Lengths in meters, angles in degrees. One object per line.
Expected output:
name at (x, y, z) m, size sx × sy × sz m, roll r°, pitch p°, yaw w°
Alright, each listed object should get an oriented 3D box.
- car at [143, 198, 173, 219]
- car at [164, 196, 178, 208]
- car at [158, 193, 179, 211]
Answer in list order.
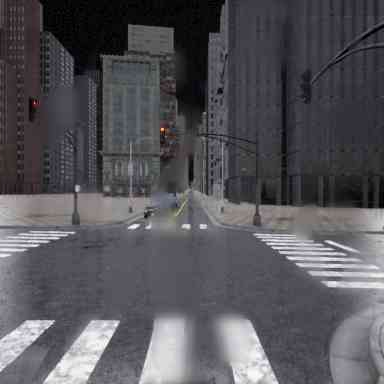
car at (-3.112, 1.548, 29.833) m, size 2.033 × 1.411 × 5.357 m, roll 0°, pitch 0°, yaw 0°
car at (-3.107, 1.479, 50.531) m, size 1.882 × 1.535 × 5.008 m, roll 0°, pitch 0°, yaw 0°
car at (-3.113, 1.222, 40.084) m, size 2.150 × 2.045 × 5.566 m, roll 0°, pitch 0°, yaw 0°
